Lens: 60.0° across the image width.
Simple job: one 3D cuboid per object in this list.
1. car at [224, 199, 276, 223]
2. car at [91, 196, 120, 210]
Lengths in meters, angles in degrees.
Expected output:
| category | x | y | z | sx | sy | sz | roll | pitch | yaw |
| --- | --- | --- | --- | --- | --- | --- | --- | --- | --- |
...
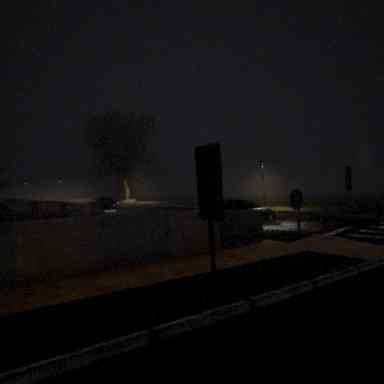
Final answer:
| category | x | y | z | sx | sy | sz | roll | pitch | yaw |
| --- | --- | --- | --- | --- | --- | --- | --- | --- | --- |
| car | 3.167 | 1.261 | 21.683 | 1.837 | 1.490 | 4.892 | -6 | 4 | -38 |
| car | -10.115 | 1.277 | 38.458 | 1.837 | 1.490 | 4.892 | -6 | 4 | -38 |
